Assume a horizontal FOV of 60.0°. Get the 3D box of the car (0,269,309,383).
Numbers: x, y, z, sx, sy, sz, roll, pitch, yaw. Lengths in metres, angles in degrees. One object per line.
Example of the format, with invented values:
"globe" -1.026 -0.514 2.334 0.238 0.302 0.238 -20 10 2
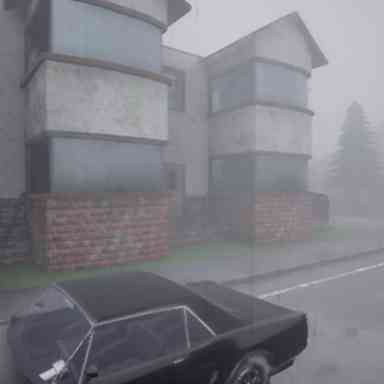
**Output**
"car" -1.051 1.597 3.229 4.718 1.301 1.895 0 0 -35
